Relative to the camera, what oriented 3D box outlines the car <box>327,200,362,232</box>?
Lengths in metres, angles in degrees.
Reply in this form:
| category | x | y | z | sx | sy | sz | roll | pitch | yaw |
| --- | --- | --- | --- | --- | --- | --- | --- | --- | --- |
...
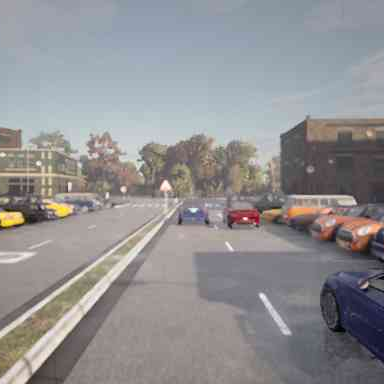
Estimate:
| category | x | y | z | sx | sy | sz | roll | pitch | yaw |
| --- | --- | --- | --- | --- | --- | --- | --- | --- | --- |
| car | 7.672 | 1.309 | 11.990 | 4.553 | 1.767 | 2.185 | 0 | 0 | 0 |

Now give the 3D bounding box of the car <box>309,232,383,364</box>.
| category | x | y | z | sx | sy | sz | roll | pitch | yaw |
| --- | --- | --- | --- | --- | --- | --- | --- | --- | --- |
| car | 3.100 | 1.509 | 3.766 | 1.812 | 1.442 | 4.674 | 0 | 0 | 0 |

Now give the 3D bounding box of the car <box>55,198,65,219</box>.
| category | x | y | z | sx | sy | sz | roll | pitch | yaw |
| --- | --- | --- | --- | --- | --- | --- | --- | --- | --- |
| car | -12.531 | 1.412 | 24.834 | 4.892 | 1.521 | 2.231 | 0 | 0 | 0 |

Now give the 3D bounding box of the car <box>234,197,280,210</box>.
| category | x | y | z | sx | sy | sz | roll | pitch | yaw |
| --- | --- | --- | --- | --- | --- | --- | --- | --- | --- |
| car | 7.650 | 1.362 | 39.566 | 5.008 | 1.535 | 2.097 | 0 | 0 | 0 |

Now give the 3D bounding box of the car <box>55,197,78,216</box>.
| category | x | y | z | sx | sy | sz | roll | pitch | yaw |
| --- | --- | --- | --- | --- | --- | --- | --- | --- | --- |
| car | -12.517 | 1.407 | 27.489 | 5.008 | 1.535 | 2.097 | 0 | 0 | 0 |

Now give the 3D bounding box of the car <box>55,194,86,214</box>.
| category | x | y | z | sx | sy | sz | roll | pitch | yaw |
| --- | --- | --- | --- | --- | --- | --- | --- | --- | --- |
| car | -12.550 | 1.278 | 30.393 | 4.553 | 1.767 | 2.185 | 0 | 0 | 0 |

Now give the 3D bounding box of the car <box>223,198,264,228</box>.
| category | x | y | z | sx | sy | sz | roll | pitch | yaw |
| --- | --- | --- | --- | --- | --- | --- | --- | --- | --- |
| car | 3.114 | 1.410 | 21.856 | 1.882 | 1.535 | 5.008 | 0 | 0 | 0 |

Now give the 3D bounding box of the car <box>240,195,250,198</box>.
| category | x | y | z | sx | sy | sz | roll | pitch | yaw |
| --- | --- | --- | --- | --- | --- | --- | --- | --- | --- |
| car | 7.613 | 1.260 | 34.052 | 4.553 | 1.767 | 2.185 | 0 | 0 | 0 |

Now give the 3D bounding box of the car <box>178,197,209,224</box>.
| category | x | y | z | sx | sy | sz | roll | pitch | yaw |
| --- | --- | --- | --- | --- | --- | --- | --- | --- | --- |
| car | 0.103 | 1.279 | 24.248 | 2.097 | 1.767 | 4.553 | 0 | 0 | 0 |

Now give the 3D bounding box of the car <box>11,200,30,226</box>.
| category | x | y | z | sx | sy | sz | roll | pitch | yaw |
| --- | --- | --- | --- | --- | --- | --- | --- | --- | --- |
| car | -12.715 | 1.414 | 19.276 | 5.366 | 1.575 | 1.946 | 0 | 0 | 0 |

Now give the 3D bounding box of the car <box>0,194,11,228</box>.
| category | x | y | z | sx | sy | sz | roll | pitch | yaw |
| --- | --- | --- | --- | --- | --- | --- | --- | --- | --- |
| car | -12.504 | 1.171 | 16.371 | 5.566 | 2.045 | 2.435 | 0 | 0 | 0 |

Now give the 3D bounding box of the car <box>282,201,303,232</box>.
| category | x | y | z | sx | sy | sz | roll | pitch | yaw |
| --- | --- | --- | --- | --- | --- | --- | --- | --- | --- |
| car | 7.647 | 1.420 | 17.504 | 5.008 | 1.535 | 2.097 | 0 | 0 | 0 |

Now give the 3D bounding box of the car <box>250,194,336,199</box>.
| category | x | y | z | sx | sy | sz | roll | pitch | yaw |
| --- | --- | --- | --- | --- | --- | --- | --- | --- | --- |
| car | 7.671 | 1.153 | 25.776 | 5.566 | 2.045 | 2.435 | 0 | 0 | 0 |

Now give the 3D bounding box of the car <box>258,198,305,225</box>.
| category | x | y | z | sx | sy | sz | roll | pitch | yaw |
| --- | --- | --- | --- | --- | --- | --- | --- | --- | --- |
| car | 7.457 | 1.407 | 23.019 | 5.366 | 1.575 | 1.946 | 0 | 0 | 0 |

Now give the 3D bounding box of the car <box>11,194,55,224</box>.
| category | x | y | z | sx | sy | sz | roll | pitch | yaw |
| --- | --- | --- | --- | --- | --- | --- | --- | --- | --- |
| car | -12.556 | 1.163 | 22.056 | 5.566 | 2.045 | 2.435 | 0 | 0 | 0 |

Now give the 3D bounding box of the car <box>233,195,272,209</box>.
| category | x | y | z | sx | sy | sz | roll | pitch | yaw |
| --- | --- | --- | --- | --- | --- | --- | --- | --- | --- |
| car | 7.614 | 1.221 | 42.328 | 4.553 | 1.767 | 2.185 | 0 | 0 | 0 |

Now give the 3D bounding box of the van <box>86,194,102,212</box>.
| category | x | y | z | sx | sy | sz | roll | pitch | yaw |
| --- | --- | --- | --- | --- | --- | --- | --- | --- | --- |
| van | -12.398 | 1.167 | 35.828 | 4.442 | 1.987 | 1.878 | 0 | 0 | 0 |

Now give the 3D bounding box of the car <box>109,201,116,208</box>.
| category | x | y | z | sx | sy | sz | roll | pitch | yaw |
| --- | --- | --- | --- | --- | --- | --- | --- | --- | --- |
| car | -12.477 | 1.370 | 44.173 | 4.792 | 1.488 | 2.163 | 0 | 0 | 0 |

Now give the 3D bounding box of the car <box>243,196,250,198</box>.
| category | x | y | z | sx | sy | sz | roll | pitch | yaw |
| --- | --- | --- | --- | --- | --- | --- | --- | --- | --- |
| car | 7.650 | 1.396 | 31.290 | 4.892 | 1.521 | 2.231 | 0 | 0 | 0 |

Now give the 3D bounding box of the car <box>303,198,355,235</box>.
| category | x | y | z | sx | sy | sz | roll | pitch | yaw |
| --- | --- | --- | --- | --- | --- | --- | --- | --- | --- |
| car | 7.672 | 1.301 | 14.747 | 4.553 | 1.767 | 2.185 | 0 | 0 | 0 |

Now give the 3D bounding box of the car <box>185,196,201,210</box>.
| category | x | y | z | sx | sy | sz | roll | pitch | yaw |
| --- | --- | --- | --- | --- | --- | --- | --- | --- | --- |
| car | 0.099 | 1.338 | 41.095 | 1.882 | 1.535 | 5.008 | 0 | 0 | -1 |

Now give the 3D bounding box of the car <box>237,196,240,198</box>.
| category | x | y | z | sx | sy | sz | roll | pitch | yaw |
| --- | --- | --- | --- | --- | --- | --- | --- | --- | --- |
| car | 7.642 | 1.414 | 36.810 | 4.674 | 1.452 | 2.002 | 0 | 0 | 0 |

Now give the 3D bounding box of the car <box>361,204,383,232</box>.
| category | x | y | z | sx | sy | sz | roll | pitch | yaw |
| --- | --- | --- | --- | --- | --- | --- | --- | --- | --- |
| car | 7.609 | 1.317 | 9.232 | 4.553 | 1.767 | 2.185 | 0 | 0 | 0 |

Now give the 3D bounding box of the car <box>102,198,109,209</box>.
| category | x | y | z | sx | sy | sz | roll | pitch | yaw |
| --- | --- | --- | --- | --- | --- | --- | --- | --- | --- |
| car | -12.543 | 1.252 | 38.737 | 4.553 | 1.767 | 2.185 | 0 | 0 | 0 |
